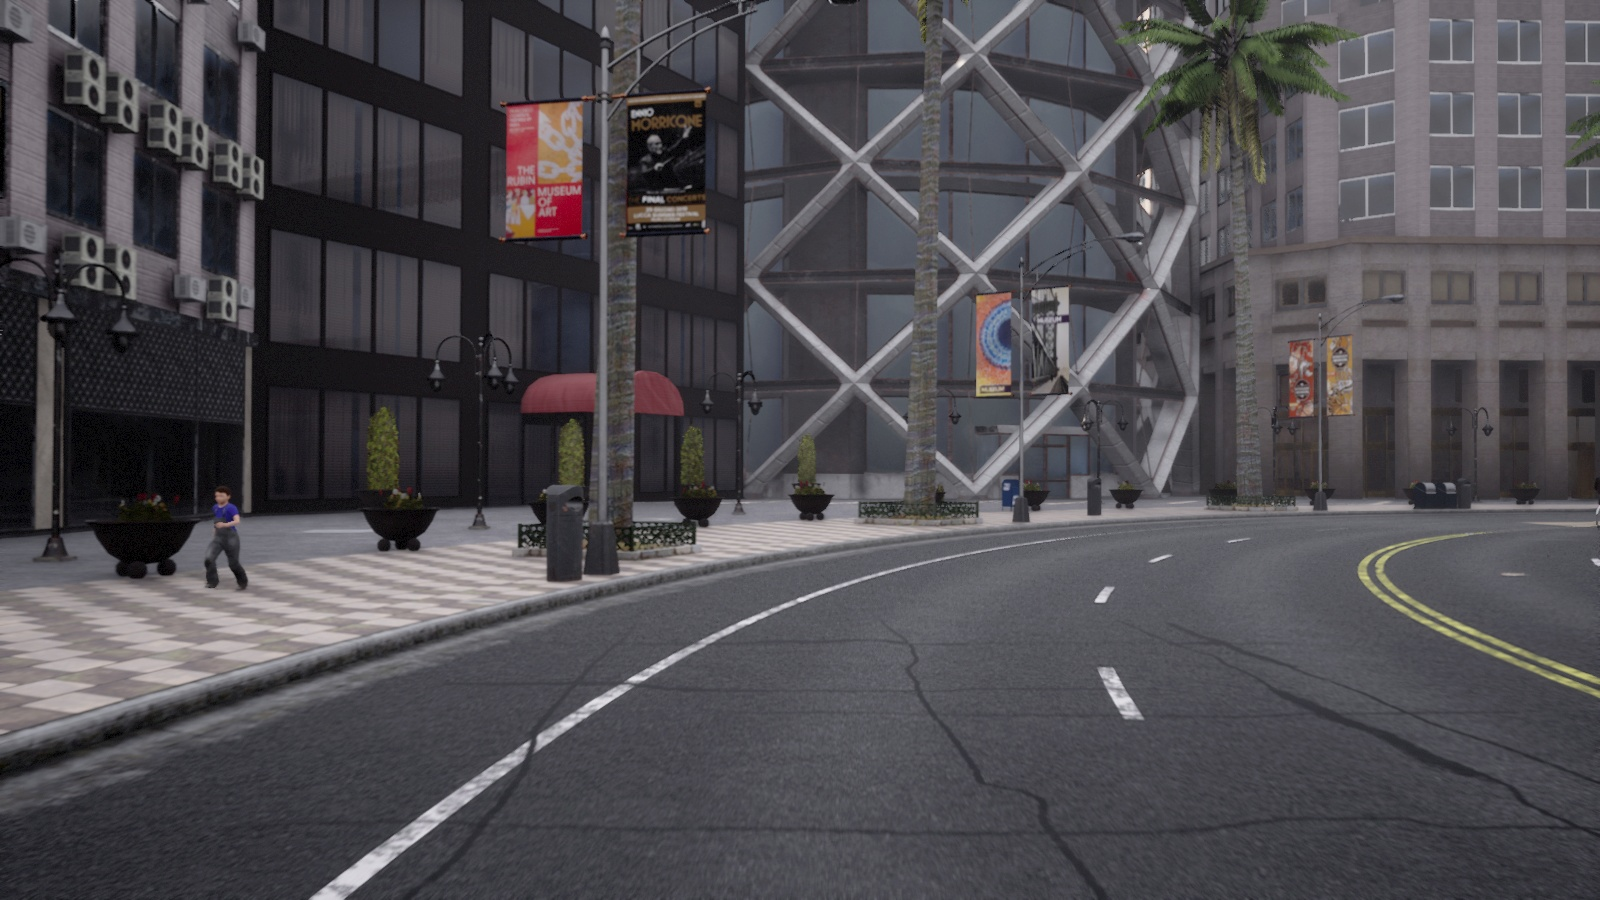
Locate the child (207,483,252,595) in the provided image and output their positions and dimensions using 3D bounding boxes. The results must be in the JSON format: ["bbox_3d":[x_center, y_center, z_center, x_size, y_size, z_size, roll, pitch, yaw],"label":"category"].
[{"bbox_3d":[-6.565,1.019,14.462,0.270,1.263,0.437,0,-1,9],"label":"child"}]
